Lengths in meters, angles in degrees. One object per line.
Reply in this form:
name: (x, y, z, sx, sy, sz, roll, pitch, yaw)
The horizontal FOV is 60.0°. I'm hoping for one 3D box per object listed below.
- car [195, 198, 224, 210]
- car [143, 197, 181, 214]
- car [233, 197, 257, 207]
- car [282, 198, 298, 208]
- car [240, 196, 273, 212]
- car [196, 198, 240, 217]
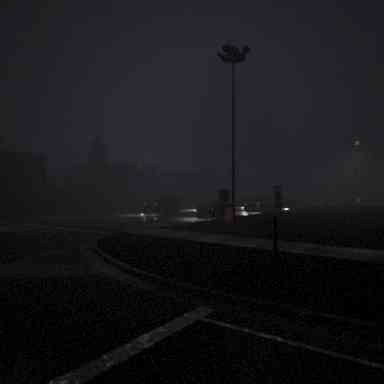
car: (2.383, 1.559, 43.892, 1.994, 1.385, 4.181, 0, 0, 35)
car: (-3.230, 1.347, 35.858, 2.097, 1.767, 4.553, 0, 0, 35)
car: (8.381, 1.499, 52.436, 1.837, 1.490, 4.892, 0, 0, 35)
car: (13.675, 1.560, 47.817, 1.994, 1.385, 4.181, 0, 0, 35)
car: (7.945, 1.348, 39.634, 2.097, 1.767, 4.553, 0, 0, 35)
car: (2.317, 1.474, 31.581, 1.882, 1.535, 5.008, 0, 0, 35)
